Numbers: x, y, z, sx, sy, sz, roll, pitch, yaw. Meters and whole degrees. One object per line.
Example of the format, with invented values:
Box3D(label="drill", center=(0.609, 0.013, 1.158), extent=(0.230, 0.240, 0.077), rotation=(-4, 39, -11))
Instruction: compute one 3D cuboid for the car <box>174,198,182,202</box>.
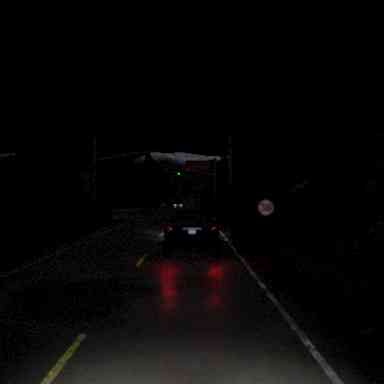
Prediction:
Box3D(label="car", center=(-3.482, 2.286, 84.063), extent=(1.837, 1.490, 4.892), rotation=(0, -1, 0))

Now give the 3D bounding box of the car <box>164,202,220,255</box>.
Box3D(label="car", center=(0.006, 1.483, 14.085), extent=(2.097, 1.767, 4.553), rotation=(0, -1, 0))
